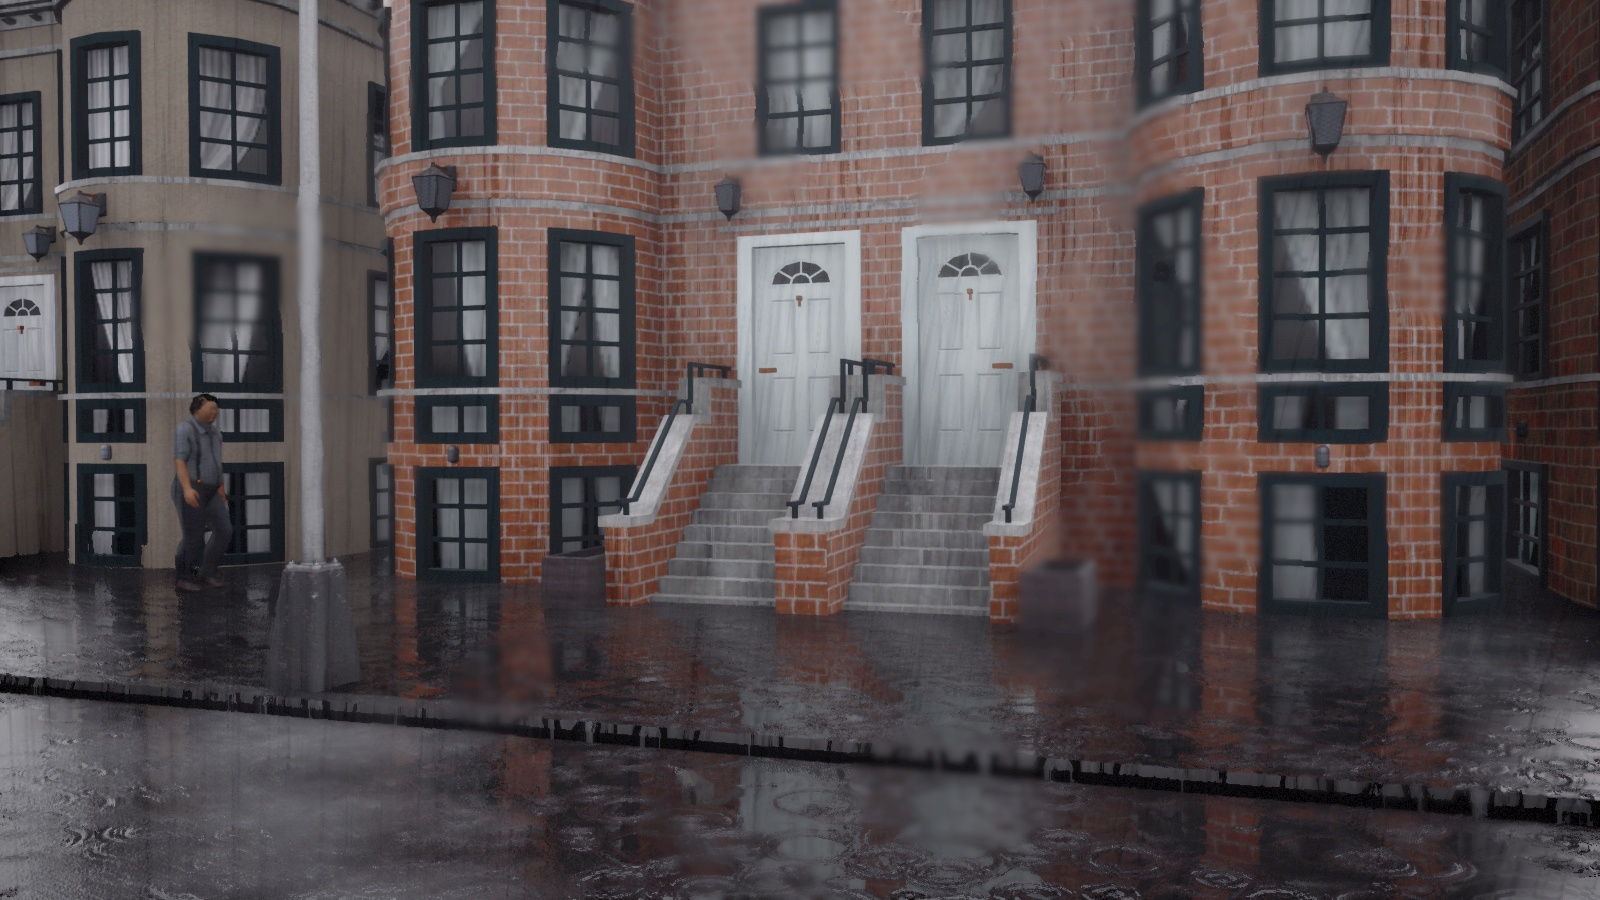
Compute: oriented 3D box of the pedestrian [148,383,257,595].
[{"bbox_3d":[-5.353,0.336,11.272,0.694,1.848,0.540,0,1,16],"label":"pedestrian"}]
